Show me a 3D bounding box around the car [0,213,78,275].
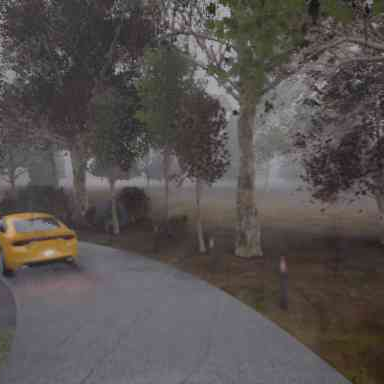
[{"bbox_3d":[-5.326,1.417,10.712,1.882,1.535,5.008,-3,3,-39],"label":"car"}]
